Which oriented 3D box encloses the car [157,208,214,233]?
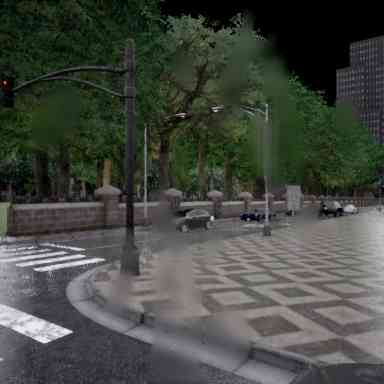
[{"bbox_3d":[-0.340,1.912,22.897,1.837,1.490,4.892,0,-1,36],"label":"car"}]

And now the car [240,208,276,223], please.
[{"bbox_3d":[6.492,2.254,32.525,1.895,1.301,4.718,0,-1,35],"label":"car"}]

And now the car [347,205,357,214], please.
[{"bbox_3d":[25.281,2.771,53.478,1.812,1.442,4.674,0,-1,35],"label":"car"}]

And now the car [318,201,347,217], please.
[{"bbox_3d":[18.256,2.206,43.583,2.150,2.045,5.566,0,-1,36],"label":"car"}]

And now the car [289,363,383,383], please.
[{"bbox_3d":[2.373,1.551,1.264,4.403,1.369,2.008,0,0,36],"label":"car"}]

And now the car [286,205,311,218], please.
[{"bbox_3d":[13.649,2.391,42.538,1.882,1.535,5.008,0,-2,36],"label":"car"}]
